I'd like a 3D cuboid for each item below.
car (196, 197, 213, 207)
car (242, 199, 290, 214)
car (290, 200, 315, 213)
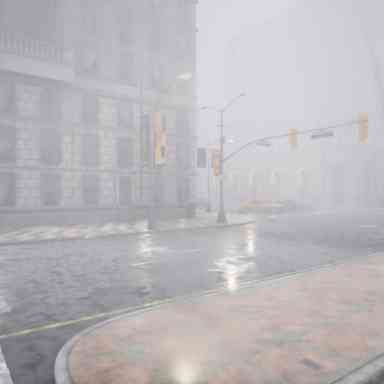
[{"bbox_3d":[1.154,1.504,49.900,1.837,1.490,4.892,0,0,-35],"label":"car"},{"bbox_3d":[7.467,1.477,35.138,1.882,1.535,5.008,0,0,-36],"label":"car"},{"bbox_3d":[10.759,1.547,36.966,2.033,1.411,5.357,0,0,-40],"label":"car"}]
